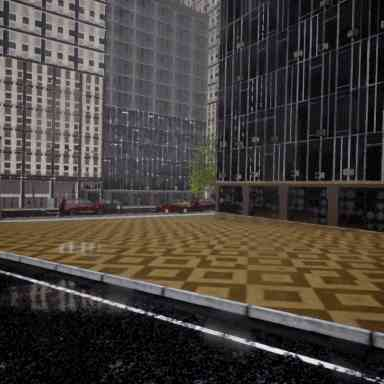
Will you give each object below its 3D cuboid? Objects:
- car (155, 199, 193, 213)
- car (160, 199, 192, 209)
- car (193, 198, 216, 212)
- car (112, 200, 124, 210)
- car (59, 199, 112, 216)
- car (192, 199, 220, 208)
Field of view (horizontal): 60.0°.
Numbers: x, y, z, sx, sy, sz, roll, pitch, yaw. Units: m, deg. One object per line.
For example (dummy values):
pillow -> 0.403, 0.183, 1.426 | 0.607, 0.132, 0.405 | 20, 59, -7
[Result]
car -> -2.540, 1.966, 42.714 | 4.507, 1.381, 1.887 | 1, 1, -34
car -> -2.453, 1.785, 52.321 | 4.829, 1.417, 1.752 | 1, 1, -34
car -> 2.142, 1.782, 45.913 | 5.009, 1.841, 2.192 | 1, 1, -34
car -> -11.667, 1.721, 46.011 | 4.403, 1.369, 2.008 | 1, 1, -34
car -> -11.888, 1.645, 36.303 | 5.009, 1.841, 2.192 | 1, 1, -34
car -> 2.364, 1.873, 55.621 | 4.313, 1.339, 1.947 | 1, 1, -34
